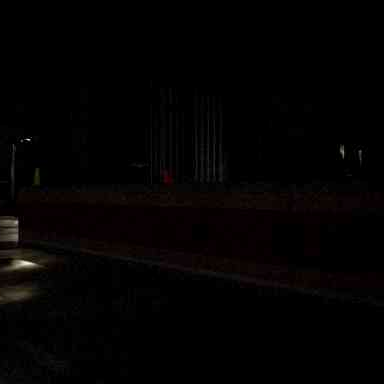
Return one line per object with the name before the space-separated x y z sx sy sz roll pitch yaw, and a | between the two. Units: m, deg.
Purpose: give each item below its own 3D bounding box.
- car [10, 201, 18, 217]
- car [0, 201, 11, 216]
car | -12.297 1.603 28.858 2.033 1.411 5.357 0 0 37
car | -16.455 1.547 29.138 2.128 1.511 4.902 0 0 37
